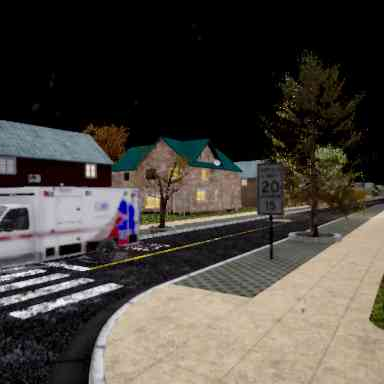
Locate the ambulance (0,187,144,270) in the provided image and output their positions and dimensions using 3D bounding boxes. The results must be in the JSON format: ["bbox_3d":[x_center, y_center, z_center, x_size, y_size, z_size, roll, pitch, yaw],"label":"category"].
[{"bbox_3d":[-4.409,1.089,10.287,2.351,2.431,6.366,-1,-1,33],"label":"ambulance"}]
